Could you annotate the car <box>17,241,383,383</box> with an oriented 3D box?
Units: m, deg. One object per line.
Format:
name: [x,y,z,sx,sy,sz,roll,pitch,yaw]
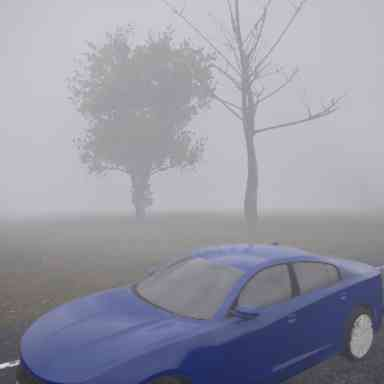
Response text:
car: [0.537,1.478,4.336,5.008,1.535,1.882,0,0,-35]
